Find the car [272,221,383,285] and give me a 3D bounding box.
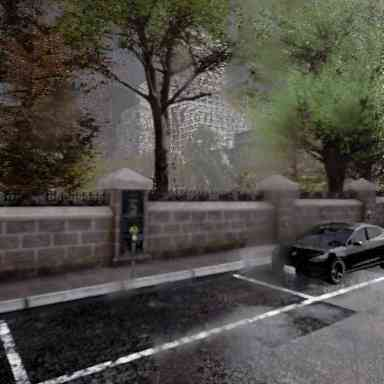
[{"bbox_3d":[4.215,1.560,9.551,4.313,1.339,1.947,0,1,-35],"label":"car"}]
